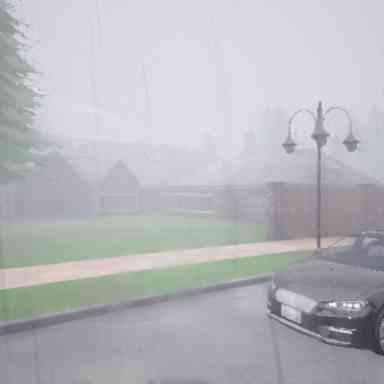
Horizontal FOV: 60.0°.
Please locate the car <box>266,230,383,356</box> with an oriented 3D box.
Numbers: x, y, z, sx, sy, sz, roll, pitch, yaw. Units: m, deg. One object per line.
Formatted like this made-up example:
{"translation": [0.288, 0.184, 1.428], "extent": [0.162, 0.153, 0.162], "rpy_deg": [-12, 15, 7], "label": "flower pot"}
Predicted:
{"translation": [3.538, 1.500, 6.041], "extent": [4.902, 1.511, 2.128], "rpy_deg": [0, 0, -31], "label": "car"}
